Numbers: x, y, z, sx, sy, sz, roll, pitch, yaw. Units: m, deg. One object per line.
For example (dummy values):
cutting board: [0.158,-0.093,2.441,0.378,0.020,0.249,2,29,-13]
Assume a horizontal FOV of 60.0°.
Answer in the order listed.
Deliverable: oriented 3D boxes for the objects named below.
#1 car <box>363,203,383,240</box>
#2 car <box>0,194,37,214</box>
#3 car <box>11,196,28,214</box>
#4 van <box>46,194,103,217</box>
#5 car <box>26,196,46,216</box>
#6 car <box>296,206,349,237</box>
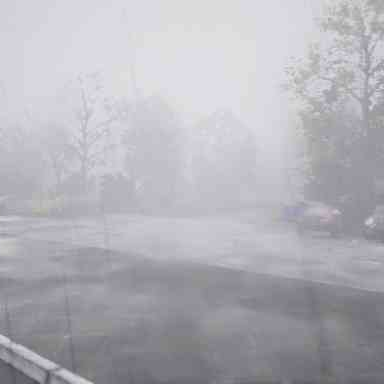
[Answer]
car: [9.562,1.310,15.788,2.185,1.767,4.553,1,0,35]
car: [-19.242,1.249,35.919,2.435,2.045,5.566,-1,-1,35]
car: [-14.435,1.415,32.811,1.946,1.575,5.366,-1,-1,35]
van: [-10.142,1.141,29.434,1.878,1.987,4.442,-1,0,35]
car: [-12.256,1.387,31.284,1.946,1.575,5.366,-1,0,35]
car: [6.938,1.449,17.571,2.002,1.452,4.674,1,0,35]
